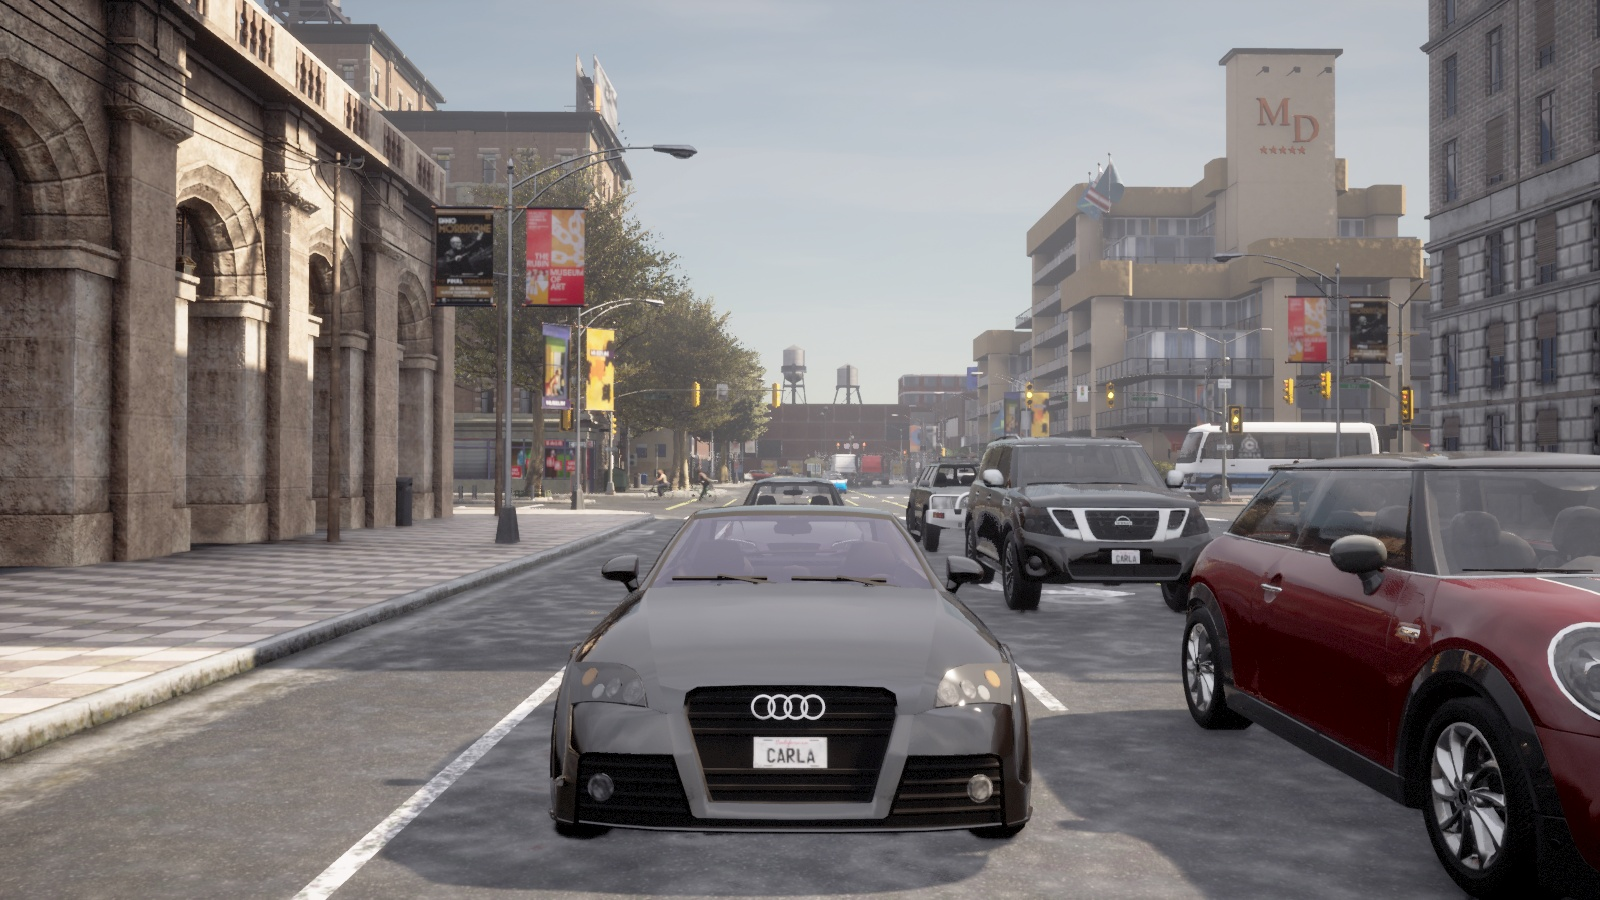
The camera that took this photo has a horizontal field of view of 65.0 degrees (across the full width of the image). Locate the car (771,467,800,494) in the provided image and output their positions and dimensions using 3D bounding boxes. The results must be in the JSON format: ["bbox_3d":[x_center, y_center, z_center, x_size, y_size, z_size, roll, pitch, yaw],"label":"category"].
[{"bbox_3d":[-1.039,2.117,88.457,1.932,1.855,4.605,0,-1,-1],"label":"car"}]

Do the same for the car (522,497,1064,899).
[{"bbox_3d":[-0.032,0.991,6.719,1.994,1.385,4.181,0,-1,0],"label":"car"}]

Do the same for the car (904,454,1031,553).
[{"bbox_3d":[3.360,1.055,26.086,1.932,1.855,4.605,0,-1,-1],"label":"car"}]

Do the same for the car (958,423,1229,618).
[{"bbox_3d":[3.434,0.788,15.993,2.150,2.045,5.566,0,-1,0],"label":"car"}]

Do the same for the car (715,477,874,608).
[{"bbox_3d":[-0.072,1.105,16.502,1.816,1.474,4.193,0,-1,0],"label":"car"}]

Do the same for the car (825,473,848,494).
[{"bbox_3d":[2.497,2.302,86.116,1.481,1.376,2.207,0,-1,-1],"label":"car"}]

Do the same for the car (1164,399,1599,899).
[{"bbox_3d":[3.469,0.760,5.993,2.097,1.767,4.553,0,-1,0],"label":"car"}]

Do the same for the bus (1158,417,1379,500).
[{"bbox_3d":[24.795,0.460,66.964,10.273,4.253,3.944,0,-1,-1],"label":"bus"}]
